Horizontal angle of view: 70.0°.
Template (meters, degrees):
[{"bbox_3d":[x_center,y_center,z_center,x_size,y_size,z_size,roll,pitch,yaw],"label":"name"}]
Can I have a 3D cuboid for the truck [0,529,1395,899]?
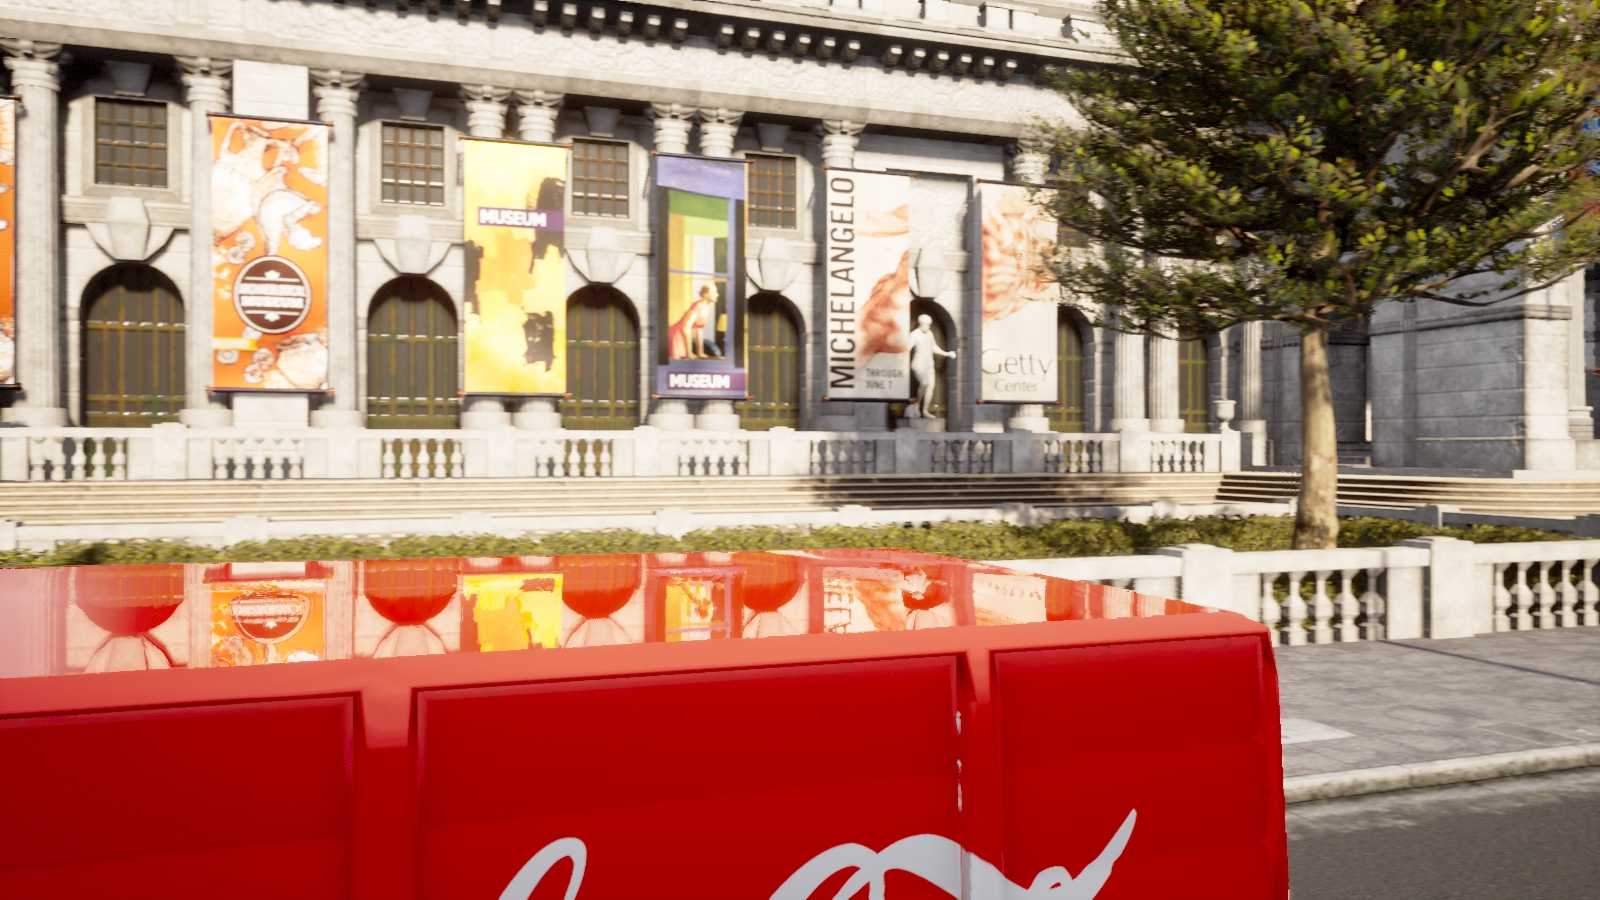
[{"bbox_3d":[-1.672,1.567,2.690,5.204,2.467,2.627,0,0,-20],"label":"truck"}]
